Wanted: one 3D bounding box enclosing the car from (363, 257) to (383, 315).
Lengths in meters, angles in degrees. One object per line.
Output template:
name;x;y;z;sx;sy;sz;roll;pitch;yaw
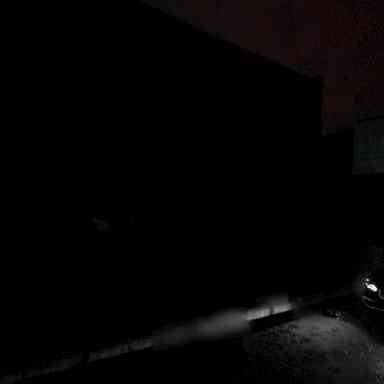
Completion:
car;5.734;1.882;7.390;4.892;1.490;1.837;2;-2;-35
